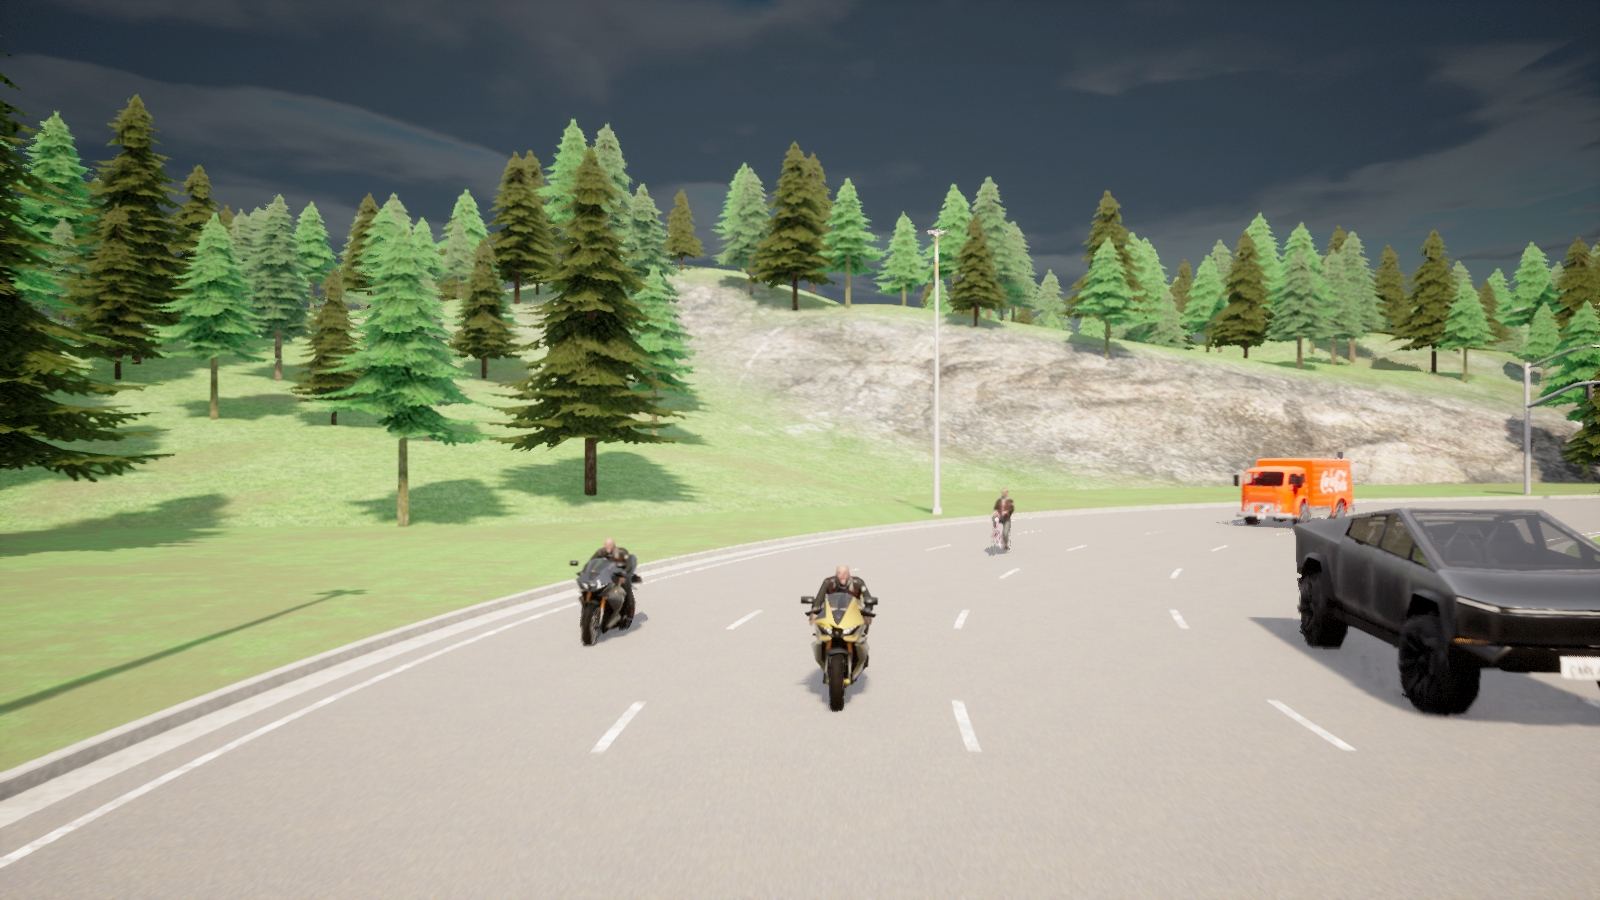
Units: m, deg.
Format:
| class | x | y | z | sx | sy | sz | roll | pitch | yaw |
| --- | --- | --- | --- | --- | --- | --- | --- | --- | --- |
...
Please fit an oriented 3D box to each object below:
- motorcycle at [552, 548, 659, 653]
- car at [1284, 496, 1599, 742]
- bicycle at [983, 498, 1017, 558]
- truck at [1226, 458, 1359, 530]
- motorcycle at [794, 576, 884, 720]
| class | x | y | z | sx | sy | sz | roll | pitch | yaw |
| --- | --- | --- | --- | --- | --- | --- | --- | --- | --- |
| motorcycle | -2.860 | 2.196 | 17.070 | 0.867 | 1.251 | 2.209 | 2 | 0 | 9 |
| car | 8.043 | 1.746 | 14.066 | 2.390 | 2.098 | 6.274 | 0 | 0 | 9 |
| bicycle | 5.319 | 2.045 | 30.313 | 0.329 | 1.471 | 1.835 | 2 | 1 | 27 |
| truck | 18.279 | 1.550 | 42.306 | 5.204 | 2.467 | 2.627 | 0 | 0 | -43 |
| motorcycle | 0.490 | 2.198 | 13.103 | 0.867 | 1.251 | 2.209 | 0 | 0 | 6 |
